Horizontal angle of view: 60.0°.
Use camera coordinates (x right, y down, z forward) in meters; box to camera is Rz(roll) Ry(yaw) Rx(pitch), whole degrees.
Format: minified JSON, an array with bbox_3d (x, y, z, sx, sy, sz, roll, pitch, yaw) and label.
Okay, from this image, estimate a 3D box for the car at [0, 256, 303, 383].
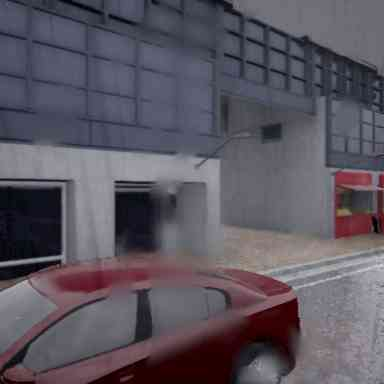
[{"bbox_3d":[-1.052,1.477,3.206,5.008,1.535,1.882,0,0,-35],"label":"car"}]
